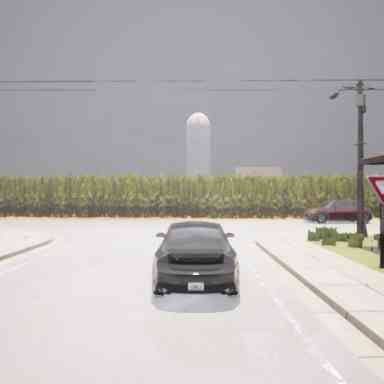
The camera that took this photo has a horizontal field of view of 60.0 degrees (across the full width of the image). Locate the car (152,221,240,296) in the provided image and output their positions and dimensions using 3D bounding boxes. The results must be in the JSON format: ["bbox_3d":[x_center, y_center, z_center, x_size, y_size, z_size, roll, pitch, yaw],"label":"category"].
[{"bbox_3d":[0.087,1.509,8.635,1.837,1.490,4.892,0,0,0],"label":"car"}]

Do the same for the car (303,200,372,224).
[{"bbox_3d":[10.662,1.388,24.622,4.553,1.767,2.097,0,0,1],"label":"car"}]
